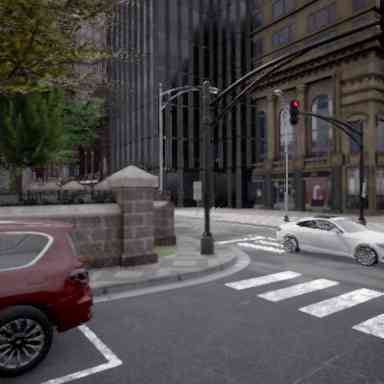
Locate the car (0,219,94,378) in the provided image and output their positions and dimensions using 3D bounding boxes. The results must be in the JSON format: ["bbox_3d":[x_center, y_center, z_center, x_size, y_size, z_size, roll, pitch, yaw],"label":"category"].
[{"bbox_3d":[-3.734,1.310,4.003,5.009,1.841,2.192,1,-1,-35],"label":"car"}]

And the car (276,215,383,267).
[{"bbox_3d":[5.196,1.615,12.079,1.812,1.442,4.674,0,0,-36],"label":"car"}]
